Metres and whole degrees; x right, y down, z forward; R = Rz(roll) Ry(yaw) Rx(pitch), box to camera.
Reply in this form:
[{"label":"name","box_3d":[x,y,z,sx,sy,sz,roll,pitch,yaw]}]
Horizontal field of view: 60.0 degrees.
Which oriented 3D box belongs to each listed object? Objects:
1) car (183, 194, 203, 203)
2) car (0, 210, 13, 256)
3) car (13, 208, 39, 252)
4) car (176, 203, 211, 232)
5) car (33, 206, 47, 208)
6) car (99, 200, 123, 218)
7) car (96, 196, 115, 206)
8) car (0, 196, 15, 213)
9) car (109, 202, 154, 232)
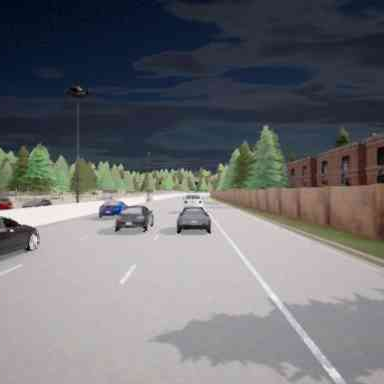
[{"label":"car","box_3d":[0.110,1.223,37.980,2.150,2.045,5.566,0,0,0]},{"label":"car","box_3d":[-3.399,1.222,1.473,2.150,2.045,5.566,0,0,0]},{"label":"car","box_3d":[-6.897,1.506,11.086,1.837,1.490,4.892,0,0,0]},{"label":"car","box_3d":[0.105,1.566,19.953,1.994,1.385,4.181,0,0,0]},{"label":"car","box_3d":[-17.579,1.508,37.733,1.837,1.490,4.892,0,0,0]},{"label":"car","box_3d":[-6.894,1.480,29.793,1.882,1.535,5.008,0,0,0]},{"label":"car","box_3d":[-14.014,1.482,54.141,1.882,1.535,5.008,0,0,1]},{"label":"car","box_3d":[-21.082,1.356,35.438,2.097,1.767,4.553,0,0,0]},{"label":"car","box_3d":[-3.402,1.527,20.170,1.812,1.442,4.674,0,0,0]}]
